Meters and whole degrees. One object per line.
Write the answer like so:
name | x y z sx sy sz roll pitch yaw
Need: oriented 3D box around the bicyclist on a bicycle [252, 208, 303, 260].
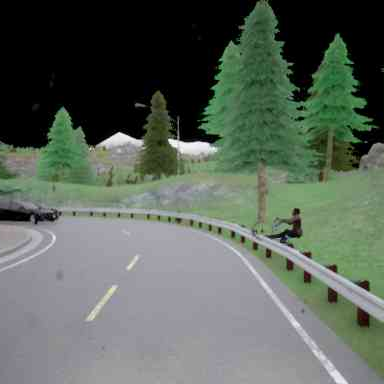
bicyclist on a bicycle | 2.957 1.263 10.702 1.656 1.620 0.582 44 7 11

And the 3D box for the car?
car | -11.522 1.345 22.589 5.008 1.535 1.882 0 0 14
